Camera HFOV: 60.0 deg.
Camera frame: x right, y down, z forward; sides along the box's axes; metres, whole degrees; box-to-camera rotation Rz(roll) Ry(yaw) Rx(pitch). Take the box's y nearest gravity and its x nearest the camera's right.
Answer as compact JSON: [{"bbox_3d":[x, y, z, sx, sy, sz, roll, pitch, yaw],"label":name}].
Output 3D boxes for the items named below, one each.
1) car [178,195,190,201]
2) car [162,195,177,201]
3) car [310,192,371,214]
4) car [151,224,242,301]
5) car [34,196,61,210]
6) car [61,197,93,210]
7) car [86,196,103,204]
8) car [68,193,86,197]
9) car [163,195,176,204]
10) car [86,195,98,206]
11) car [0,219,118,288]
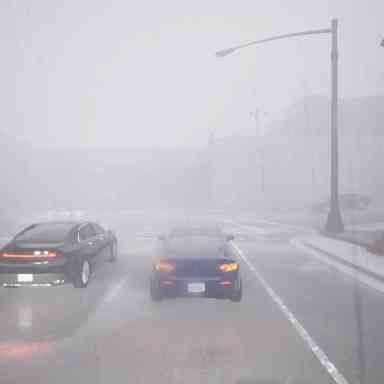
[{"bbox_3d":[-2.029,1.524,85.033,1.812,1.442,4.674,0,0,24],"label":"car"},{"bbox_3d":[-5.712,1.552,85.254,1.994,1.385,4.181,0,0,24],"label":"car"},{"bbox_3d":[12.565,0.891,28.345,4.892,1.490,1.837,-7,0,0],"label":"car"},{"bbox_3d":[0.098,1.526,8.195,1.812,1.442,4.674,0,0,0],"label":"car"},{"bbox_3d":[-18.098,1.351,41.973,2.097,1.767,4.553,0,0,-1],"label":"car"},{"bbox_3d":[-14.615,1.601,42.548,1.895,1.301,4.718,0,0,-1],"label":"car"},{"bbox_3d":[-18.532,1.505,63.622,1.837,1.490,4.892,0,0,-1],"label":"car"},{"bbox_3d":[-18.354,1.223,53.314,2.150,2.045,5.566,0,0,-1],"label":"car"},{"bbox_3d":[-4.407,1.352,64.224,2.097,1.767,4.553,0,0,-1],"label":"car"},{"bbox_3d":[-14.841,1.477,52.648,1.882,1.535,5.008,0,0,-1],"label":"car"},{"bbox_3d":[-3.391,1.505,9.212,1.837,1.490,4.892,0,0,0],"label":"car"}]
